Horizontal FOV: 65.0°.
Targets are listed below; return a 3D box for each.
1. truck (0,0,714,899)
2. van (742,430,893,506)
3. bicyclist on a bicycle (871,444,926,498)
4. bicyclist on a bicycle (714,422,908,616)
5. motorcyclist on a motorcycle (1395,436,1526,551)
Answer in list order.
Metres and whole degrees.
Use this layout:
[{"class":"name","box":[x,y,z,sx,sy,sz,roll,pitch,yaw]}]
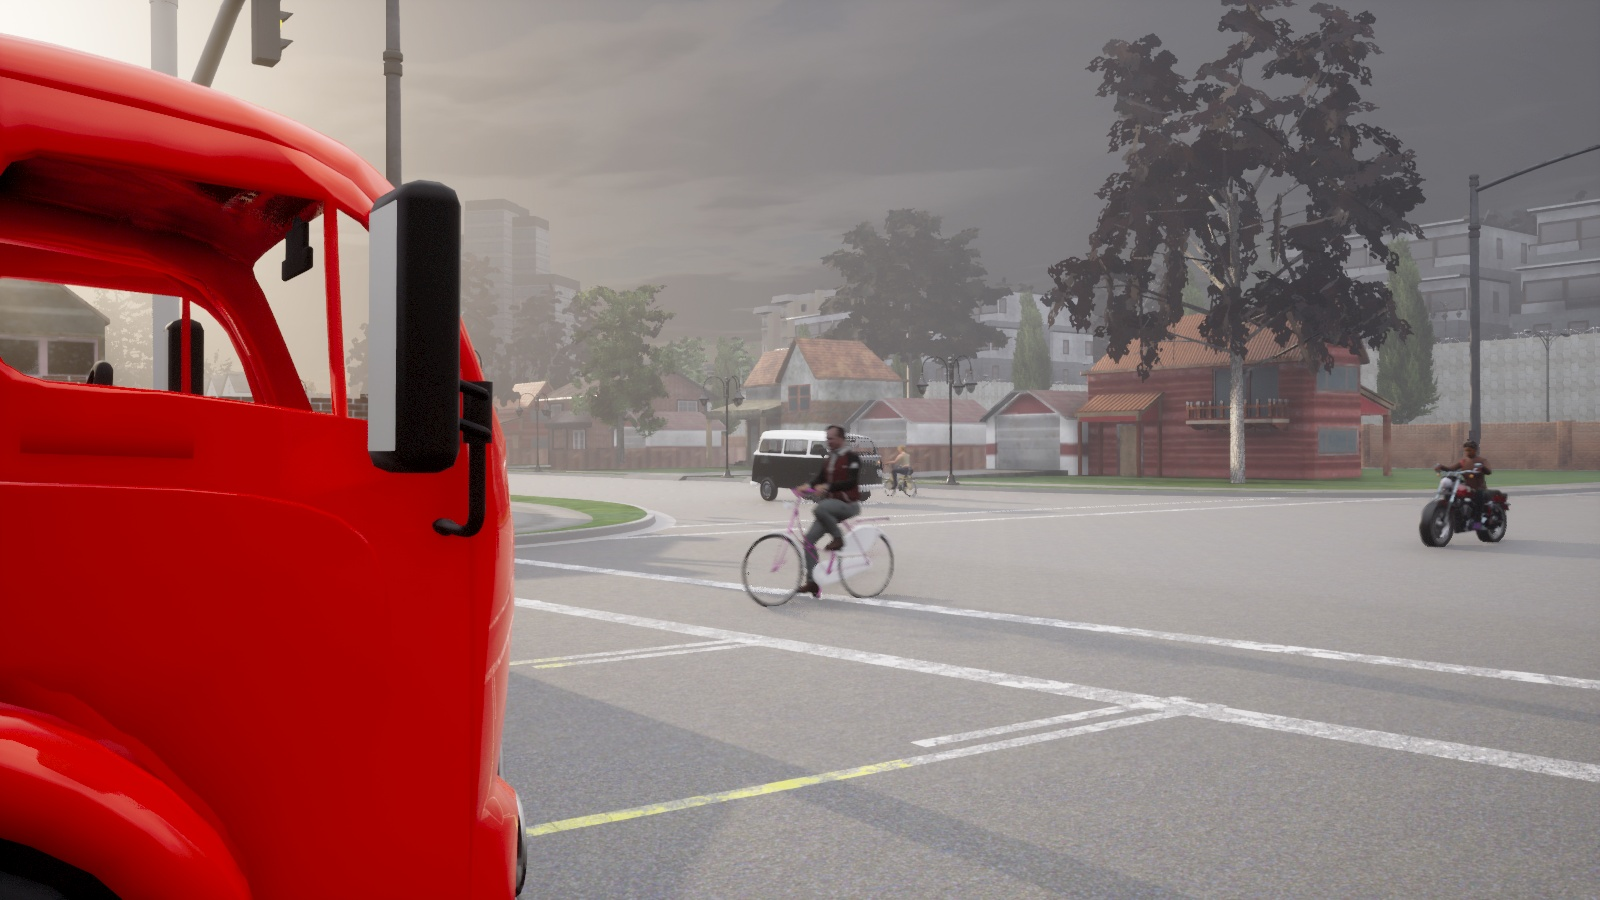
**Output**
[{"class":"truck","box":[-3.027,0.263,1.582,5.204,2.467,2.627,0,0,-34]},{"class":"van","box":[0.433,0.455,36.112,2.069,2.038,4.480,-1,1,-36]},{"class":"bicyclist on a bicycle","box":[3.017,0.641,38.530,0.866,1.612,1.509,-1,0,-37]},{"class":"bicyclist on a bicycle","box":[0.128,0.632,12.277,1.843,1.776,0.659,0,0,-35]},{"class":"motorcyclist on a motorcycle","box":[10.137,0.626,19.242,2.350,1.649,0.766,-1,0,-35]}]
